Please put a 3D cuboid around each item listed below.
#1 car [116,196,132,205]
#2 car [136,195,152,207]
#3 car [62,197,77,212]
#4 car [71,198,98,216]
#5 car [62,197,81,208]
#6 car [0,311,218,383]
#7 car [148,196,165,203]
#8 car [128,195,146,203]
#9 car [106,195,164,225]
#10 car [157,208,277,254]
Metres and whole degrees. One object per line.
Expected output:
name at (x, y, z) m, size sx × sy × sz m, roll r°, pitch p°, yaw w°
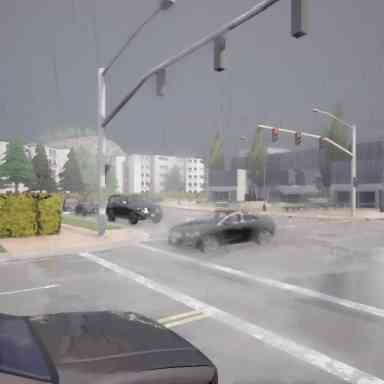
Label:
car at (-11.960, 1.492, 58.622) m, size 2.128 × 1.511 × 4.902 m, roll 0°, pitch 0°, yaw -4°
car at (-7.708, 1.352, 52.705) m, size 2.097 × 1.767 × 4.553 m, roll 0°, pitch 0°, yaw -14°
car at (-14.395, 1.526, 39.718) m, size 1.812 × 1.442 × 4.674 m, roll 0°, pitch 0°, yaw -24°
car at (-9.923, 1.564, 32.145) m, size 1.994 × 1.385 × 4.181 m, roll 0°, pitch 0°, yaw -34°
car at (-17.810, 1.492, 49.333) m, size 2.128 × 1.511 × 4.902 m, roll 0°, pitch 0°, yaw -13°
car at (-2.305, 1.547, 2.121) m, size 5.357 × 1.411 × 2.033 m, roll 0°, pitch 0°, yaw -35°
car at (-7.535, 1.556, 70.634) m, size 1.994 × 1.385 × 4.181 m, roll 0°, pitch 0°, yaw 17°
car at (-11.290, 1.477, 68.931) m, size 1.882 × 1.535 × 5.008 m, roll 0°, pitch 0°, yaw 14°
car at (-4.385, 1.221, 24.540) m, size 2.150 × 2.045 × 5.566 m, roll 0°, pitch 0°, yaw -39°
car at (1.336, 1.491, 13.558) m, size 4.902 × 1.511 × 2.128 m, roll 0°, pitch 0°, yaw -36°
